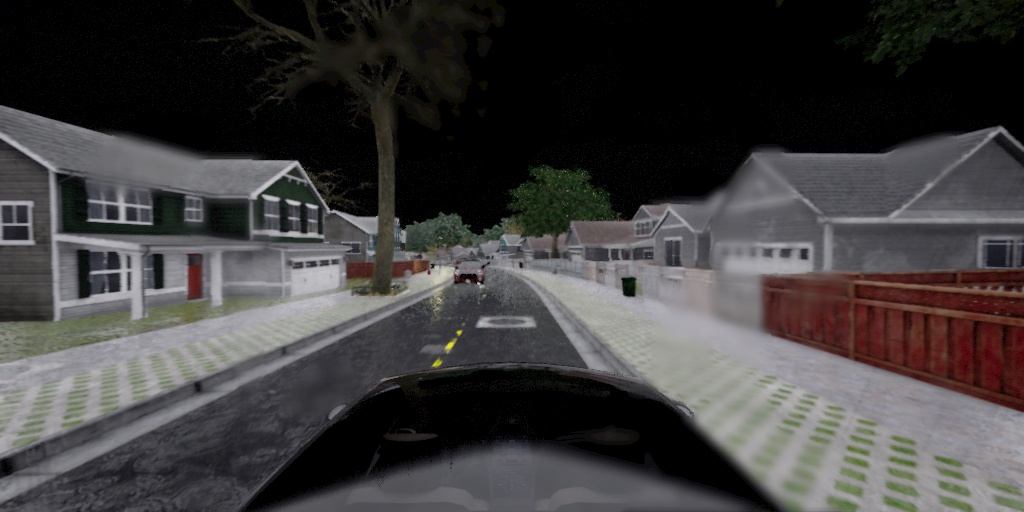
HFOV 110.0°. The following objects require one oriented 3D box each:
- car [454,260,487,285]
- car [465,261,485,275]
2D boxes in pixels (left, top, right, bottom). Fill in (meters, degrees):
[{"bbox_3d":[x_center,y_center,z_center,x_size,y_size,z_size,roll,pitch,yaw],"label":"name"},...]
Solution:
[{"bbox_3d":[-3.046,1.115,26.451,2.097,1.767,4.553,0,0,-2],"label":"car"},{"bbox_3d":[-4.313,1.339,41.170,2.128,1.511,4.902,0,0,-7],"label":"car"}]
